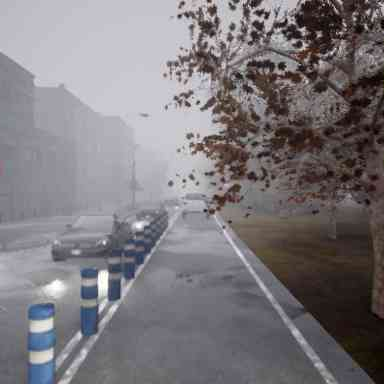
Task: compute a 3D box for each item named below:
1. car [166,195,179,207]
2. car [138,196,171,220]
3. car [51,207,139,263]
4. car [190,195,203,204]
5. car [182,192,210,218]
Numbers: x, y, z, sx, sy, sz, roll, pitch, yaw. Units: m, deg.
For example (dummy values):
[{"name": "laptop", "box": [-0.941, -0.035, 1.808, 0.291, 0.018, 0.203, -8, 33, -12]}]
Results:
[{"name": "car", "box": [-2.777, 1.095, 44.365, 1.882, 1.535, 5.008, 0, 1, 1]}, {"name": "car", "box": [-3.132, 1.341, 26.480, 2.033, 1.411, 5.357, 0, 1, 1]}, {"name": "car", "box": [-3.293, 1.449, 11.844, 1.812, 1.442, 4.674, 0, 0, 0]}, {"name": "car", "box": [0.755, 1.114, 54.135, 1.895, 1.301, 4.718, 0, 1, 2]}, {"name": "car", "box": [0.338, 1.003, 27.783, 2.150, 2.045, 5.566, 0, 1, 1]}]
